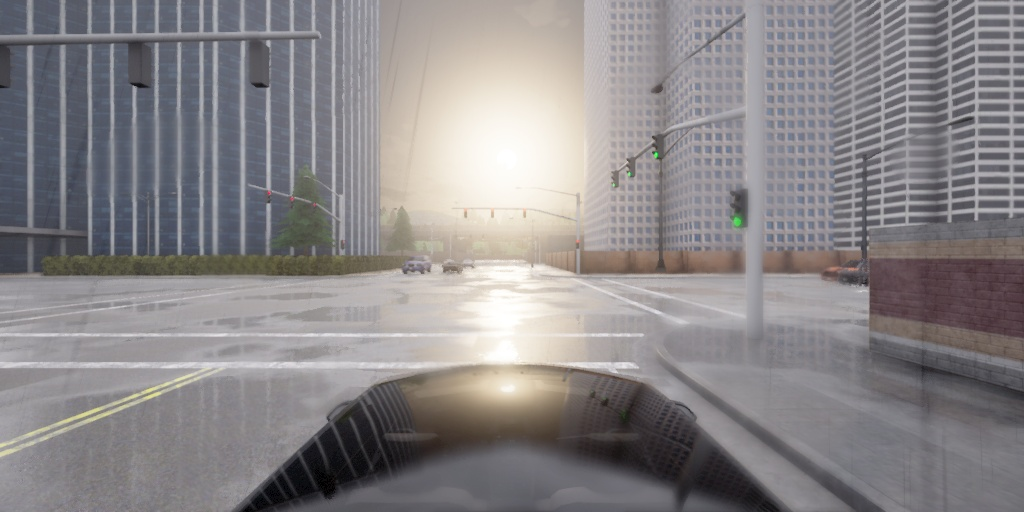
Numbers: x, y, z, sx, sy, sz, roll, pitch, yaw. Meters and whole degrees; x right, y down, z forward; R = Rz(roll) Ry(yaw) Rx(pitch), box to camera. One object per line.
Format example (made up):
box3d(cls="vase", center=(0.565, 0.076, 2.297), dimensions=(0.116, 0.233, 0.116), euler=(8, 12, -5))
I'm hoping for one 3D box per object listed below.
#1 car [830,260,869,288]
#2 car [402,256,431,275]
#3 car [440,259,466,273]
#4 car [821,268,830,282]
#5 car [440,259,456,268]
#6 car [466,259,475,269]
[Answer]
box3d(cls="car", center=(23.666, 1.225, 22.751), dimensions=(5.008, 1.535, 1.882), euler=(0, 0, 1))
box3d(cls="car", center=(-10.583, 0.968, 40.239), dimensions=(2.150, 2.045, 5.566), euler=(0, 0, 0))
box3d(cls="car", center=(-7.078, 1.347, 43.300), dimensions=(1.895, 1.301, 4.718), euler=(0, 0, 0))
box3d(cls="car", center=(25.483, 1.100, 26.233), dimensions=(4.553, 1.767, 2.097), euler=(0, 0, 1))
box3d(cls="car", center=(-10.544, 1.269, 59.719), dimensions=(1.812, 1.442, 4.674), euler=(0, 0, 0))
box3d(cls="car", center=(-7.057, 1.270, 57.663), dimensions=(1.812, 1.442, 4.674), euler=(0, 0, 0))
